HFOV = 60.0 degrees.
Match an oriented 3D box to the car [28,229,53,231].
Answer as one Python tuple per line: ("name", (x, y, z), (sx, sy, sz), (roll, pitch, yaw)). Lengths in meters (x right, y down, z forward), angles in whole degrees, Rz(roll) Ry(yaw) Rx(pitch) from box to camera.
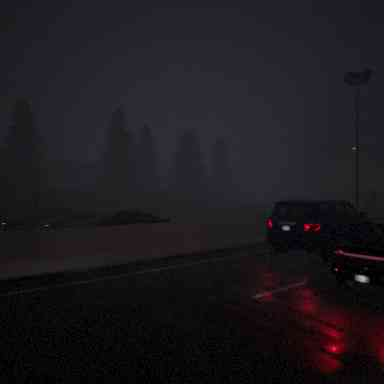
("car", (-5.930, 1.621, 17.396), (4.181, 1.385, 1.994), (0, 0, -40))

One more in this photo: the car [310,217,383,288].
("car", (5.267, 1.545, 8.294), (4.902, 1.511, 2.128), (0, 0, -41))

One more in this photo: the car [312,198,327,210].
("car", (19.312, 1.760, 50.229), (1.882, 1.535, 5.008), (0, 0, 25))

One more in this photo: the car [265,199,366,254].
("car", (5.081, 1.294, 12.755), (5.566, 2.045, 2.150), (0, 0, -42))

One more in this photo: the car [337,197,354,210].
("car", (22.631, 1.641, 49.102), (2.097, 1.767, 4.553), (0, 0, 25))

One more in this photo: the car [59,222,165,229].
("car", (-3.279, 1.533, 15.029), (5.008, 1.535, 1.882), (1, 0, -40))

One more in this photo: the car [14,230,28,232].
("car", (-8.426, 1.606, 19.746), (5.357, 1.411, 2.033), (0, 0, -39))

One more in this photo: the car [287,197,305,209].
("car", (16.382, 1.635, 52.261), (2.097, 1.767, 4.553), (0, 0, 24))
